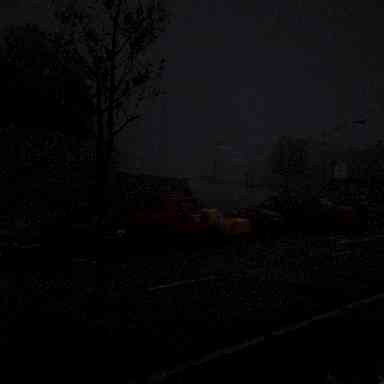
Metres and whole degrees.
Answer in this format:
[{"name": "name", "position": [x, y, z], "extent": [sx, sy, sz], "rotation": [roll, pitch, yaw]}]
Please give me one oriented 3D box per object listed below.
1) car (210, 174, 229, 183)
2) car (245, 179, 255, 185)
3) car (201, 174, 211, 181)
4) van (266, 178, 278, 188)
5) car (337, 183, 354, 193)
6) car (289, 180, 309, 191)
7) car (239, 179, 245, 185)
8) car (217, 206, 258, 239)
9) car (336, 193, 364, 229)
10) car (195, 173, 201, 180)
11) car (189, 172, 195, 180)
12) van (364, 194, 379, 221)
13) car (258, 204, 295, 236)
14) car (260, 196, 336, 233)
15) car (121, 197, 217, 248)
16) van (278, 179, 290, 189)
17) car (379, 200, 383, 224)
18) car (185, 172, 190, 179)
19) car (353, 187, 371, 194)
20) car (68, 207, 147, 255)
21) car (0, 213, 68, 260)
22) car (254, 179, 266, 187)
[{"name": "car", "position": [7.392, -3.176, 83.599], "extent": [1.946, 1.575, 5.366], "rotation": [7, 3, 34]}, {"name": "car", "position": [14.192, -2.043, 73.595], "extent": [2.002, 1.452, 4.674], "rotation": [7, 4, 35]}, {"name": "car", "position": [5.551, -3.698, 85.867], "extent": [2.435, 2.045, 5.566], "rotation": [7, 4, 34]}, {"name": "van", "position": [17.574, -1.764, 68.527], "extent": [1.878, 1.987, 4.442], "rotation": [7, 4, 35]}, {"name": "car", "position": [26.216, -0.426, 56.267], "extent": [2.435, 2.045, 5.566], "rotation": [7, 3, 35]}, {"name": "car", "position": [21.040, -0.992, 63.677], "extent": [2.231, 1.521, 4.892], "rotation": [7, 3, 35]}, {"name": "car", "position": [12.462, -2.317, 76.065], "extent": [2.002, 1.452, 4.674], "rotation": [7, 3, 35]}, {"name": "car", "position": [0.336, 1.503, 16.913], "extent": [5.366, 1.575, 1.946], "rotation": [-1, -1, 35]}, {"name": "car", "position": [7.907, 1.267, 21.967], "extent": [5.566, 2.045, 2.435], "rotation": [-1, -1, 35]}, {"name": "car", "position": [3.769, -3.850, 88.342], "extent": [2.185, 1.767, 4.553], "rotation": [6, 3, 34]}, {"name": "car", "position": [2.051, -4.085, 90.820], "extent": [2.185, 1.767, 4.553], "rotation": [4, 1, 34]}, {"name": "van", "position": [10.453, 1.297, 23.625], "extent": [4.442, 1.987, 1.878], "rotation": [-1, -1, 35]}, {"name": "car", "position": [2.950, 1.549, 18.528], "extent": [4.674, 1.452, 2.002], "rotation": [-1, -1, 35]}, {"name": "car", "position": [5.385, 1.263, 20.274], "extent": [5.566, 2.045, 2.435], "rotation": [-1, -1, 35]}, {"name": "car", "position": [-1.993, 1.248, 15.096], "extent": [5.566, 2.045, 2.435], "rotation": [-1, -1, 35]}, {"name": "van", "position": [19.292, -1.490, 66.048], "extent": [1.878, 1.987, 4.442], "rotation": [7, 4, 35]}, {"name": "car", "position": [12.870, 1.403, 25.364], "extent": [4.553, 1.767, 2.185], "rotation": [-1, -1, 36]}, {"name": "car", "position": [0.290, -4.362, 93.176], "extent": [2.435, 2.045, 5.566], "rotation": [1, -1, 35]}, {"name": "car", "position": [27.895, 0.137, 53.787], "extent": [2.002, 1.452, 4.674], "rotation": [7, 3, 35]}, {"name": "car", "position": [-4.446, 1.524, 13.363], "extent": [4.792, 1.488, 2.163], "rotation": [-1, -1, 35]}, {"name": "car", "position": [-6.874, 1.493, 11.628], "extent": [4.892, 1.521, 2.231], "rotation": [-1, -1, 35]}, {"name": "car", "position": [16.013, -1.812, 71.266], "extent": [1.946, 1.575, 5.366], "rotation": [7, 3, 35]}]
